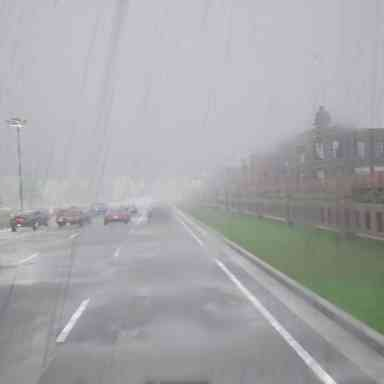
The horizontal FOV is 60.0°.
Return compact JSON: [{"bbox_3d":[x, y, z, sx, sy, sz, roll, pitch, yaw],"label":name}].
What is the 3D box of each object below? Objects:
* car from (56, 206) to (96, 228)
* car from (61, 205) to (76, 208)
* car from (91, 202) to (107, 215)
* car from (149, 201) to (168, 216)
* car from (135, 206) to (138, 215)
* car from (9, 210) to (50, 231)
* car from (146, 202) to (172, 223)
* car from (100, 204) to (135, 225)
[{"bbox_3d":[-9.765,2.178,27.934,1.895,1.301,4.718,-3,0,-6],"label":"car"},{"bbox_3d":[-14.561,2.361,39.605,1.837,1.490,4.892,-3,0,-6],"label":"car"},{"bbox_3d":[-11.133,2.030,40.400,2.097,1.767,4.553,-3,0,-6],"label":"car"},{"bbox_3d":[-4.010,1.855,39.446,2.033,1.411,5.357,-3,0,-6],"label":"car"},{"bbox_3d":[-7.584,2.096,40.128,1.895,1.301,4.718,-3,0,-6],"label":"car"},{"bbox_3d":[-13.224,2.260,27.345,1.837,1.490,4.892,-3,0,-6],"label":"car"},{"bbox_3d":[-2.771,1.720,28.184,1.837,1.490,4.892,-3,0,-6],"label":"car"},{"bbox_3d":[-6.314,1.964,28.572,1.994,1.385,4.181,-3,0,-6],"label":"car"}]
